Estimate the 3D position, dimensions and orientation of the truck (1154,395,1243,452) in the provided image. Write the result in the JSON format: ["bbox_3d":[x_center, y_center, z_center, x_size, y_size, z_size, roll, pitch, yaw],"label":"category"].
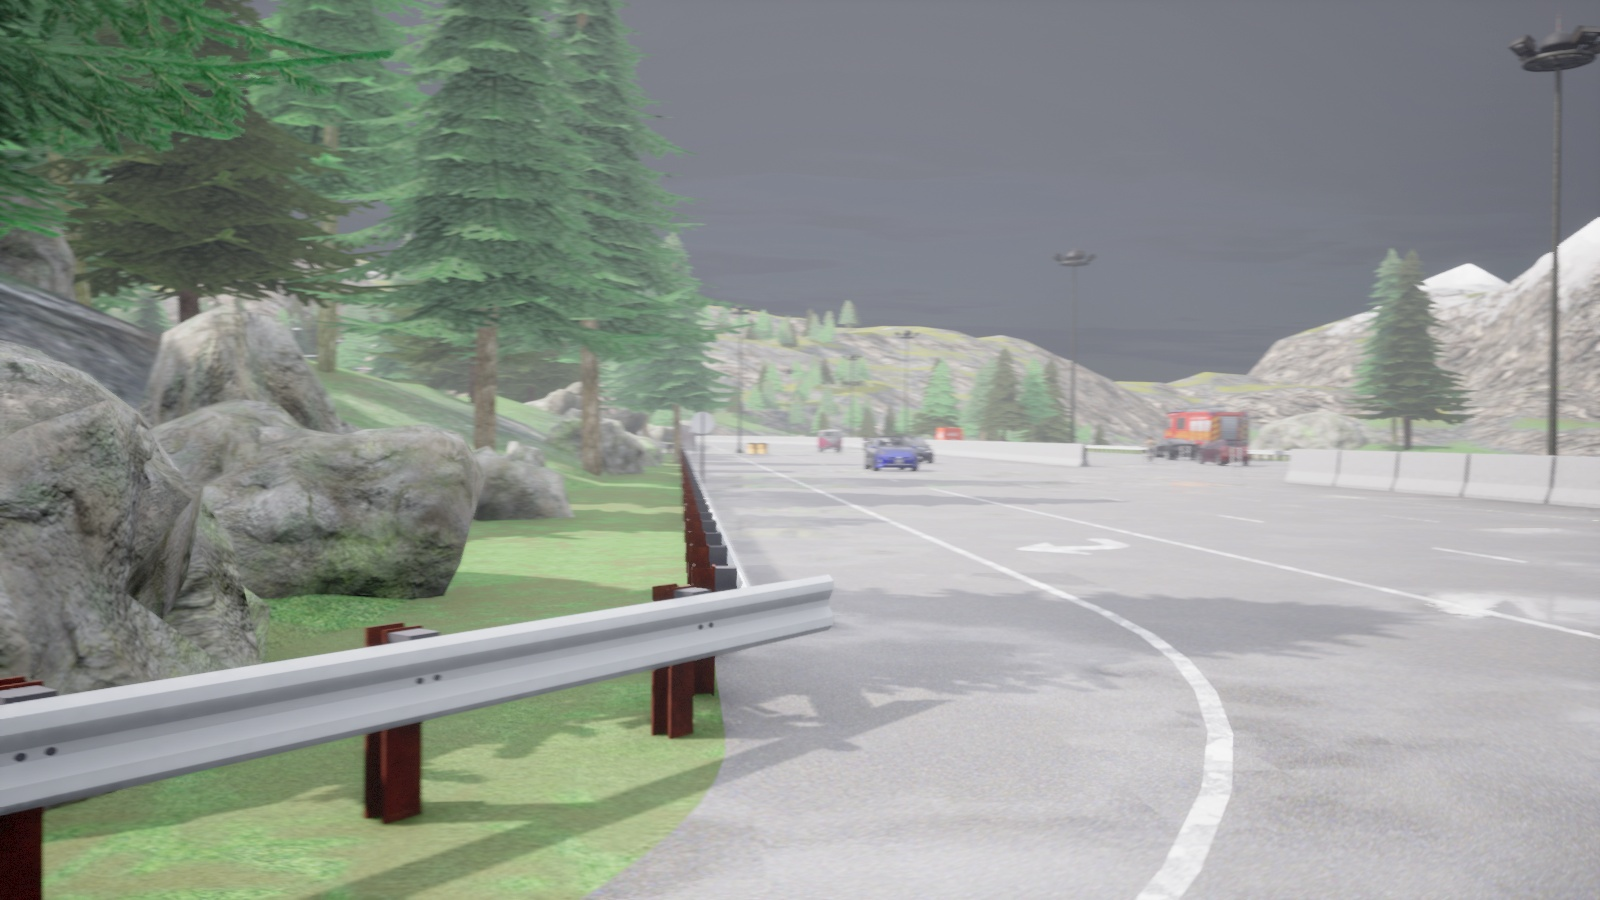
[{"bbox_3d":[28.375,-1.848,89.835,2.891,3.827,8.468,-1,1,-6],"label":"truck"}]

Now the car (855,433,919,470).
[{"bbox_3d":[3.721,0.022,54.457,2.007,1.525,4.514,-1,1,-6],"label":"car"}]

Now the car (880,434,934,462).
[{"bbox_3d":[5.843,-0.137,69.280,2.163,1.488,4.792,-1,1,-5],"label":"car"}]

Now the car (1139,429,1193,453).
[{"bbox_3d":[25.191,-0.624,86.605,1.882,1.535,5.008,-1,1,-6],"label":"car"}]

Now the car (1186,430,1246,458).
[{"bbox_3d":[23.266,-0.360,70.338,1.845,1.501,3.633,-1,1,-6],"label":"car"}]
